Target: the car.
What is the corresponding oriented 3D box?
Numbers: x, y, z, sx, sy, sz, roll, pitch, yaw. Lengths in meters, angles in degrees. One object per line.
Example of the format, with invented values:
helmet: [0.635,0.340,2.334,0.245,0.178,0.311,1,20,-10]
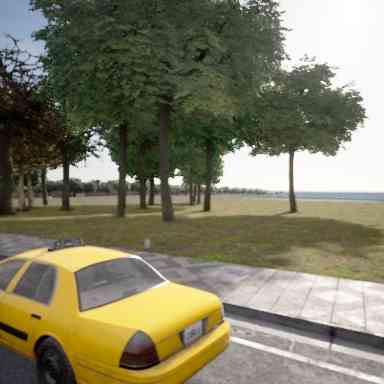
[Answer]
car: [-2.069,1.481,5.039,5.366,1.575,1.801,0,0,36]
